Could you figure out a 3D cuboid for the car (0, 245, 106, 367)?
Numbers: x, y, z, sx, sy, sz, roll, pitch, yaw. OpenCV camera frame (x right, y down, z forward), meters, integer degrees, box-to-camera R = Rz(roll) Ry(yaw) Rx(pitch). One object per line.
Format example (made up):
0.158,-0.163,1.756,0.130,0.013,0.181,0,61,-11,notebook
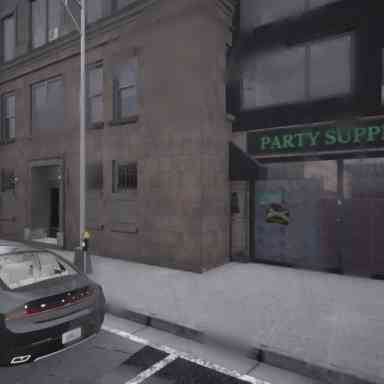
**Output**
-3.273,1.551,5.413,4.403,1.369,2.008,0,0,36,car
